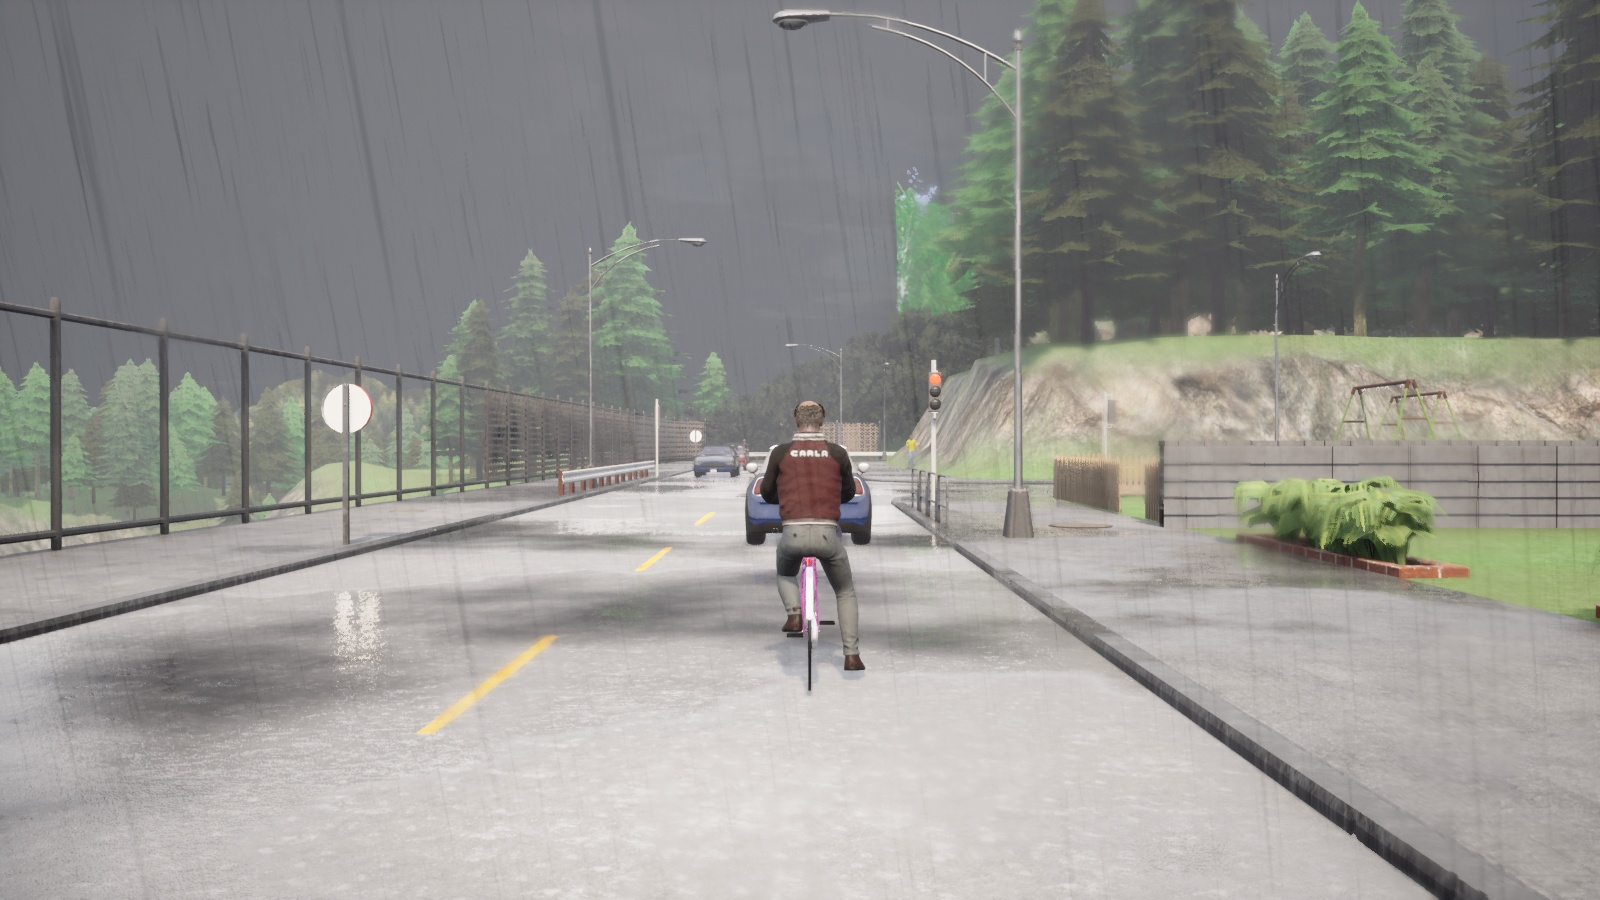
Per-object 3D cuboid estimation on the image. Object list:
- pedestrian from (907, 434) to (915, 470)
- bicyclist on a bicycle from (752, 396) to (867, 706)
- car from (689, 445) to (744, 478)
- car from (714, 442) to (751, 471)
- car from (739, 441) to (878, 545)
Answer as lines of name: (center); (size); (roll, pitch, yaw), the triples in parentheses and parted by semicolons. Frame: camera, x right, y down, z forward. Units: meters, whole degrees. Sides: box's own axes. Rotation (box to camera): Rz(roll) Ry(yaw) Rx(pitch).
pedestrian: (5.645, 0.102, 63.652); (0.354, 1.836, 0.706); (0, 0, 0)
bicyclist on a bicycle: (0.060, 0.571, 8.119); (0.659, 1.776, 1.843); (0, 1, 0)
car: (-3.673, 0.474, 56.087); (2.033, 1.411, 5.357); (0, 0, 0)
car: (-3.611, 0.341, 67.802); (1.789, 1.549, 3.705); (0, 0, 0)
car: (0.125, 0.600, 19.747); (1.970, 1.475, 3.806); (0, 0, 0)
